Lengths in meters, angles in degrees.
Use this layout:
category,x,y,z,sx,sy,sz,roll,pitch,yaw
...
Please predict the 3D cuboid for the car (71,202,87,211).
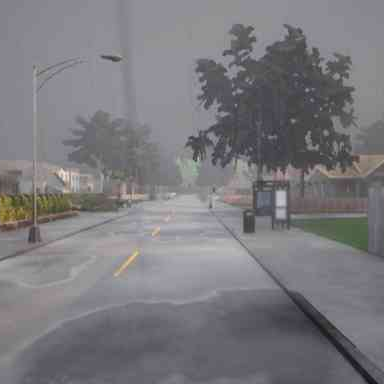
category,x,y,z,sx,sy,sz,roll,pitch,yaw
car,-12.884,1.314,31.750,5.357,1.415,2.033,0,0,3
